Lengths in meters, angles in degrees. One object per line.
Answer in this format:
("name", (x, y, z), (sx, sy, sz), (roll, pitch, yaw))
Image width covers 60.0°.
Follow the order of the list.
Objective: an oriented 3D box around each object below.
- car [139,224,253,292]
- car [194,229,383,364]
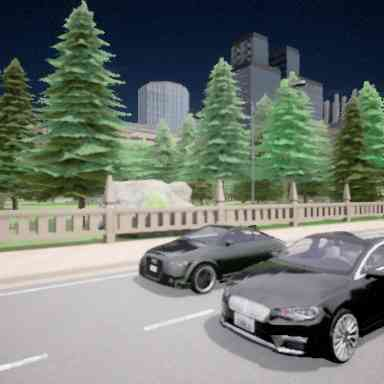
("car", (0.725, 1.581, 8.845), (4.181, 1.385, 1.994), (0, 0, -36))
("car", (2.688, 1.501, 5.945), (4.902, 1.511, 2.128), (0, 0, -36))
